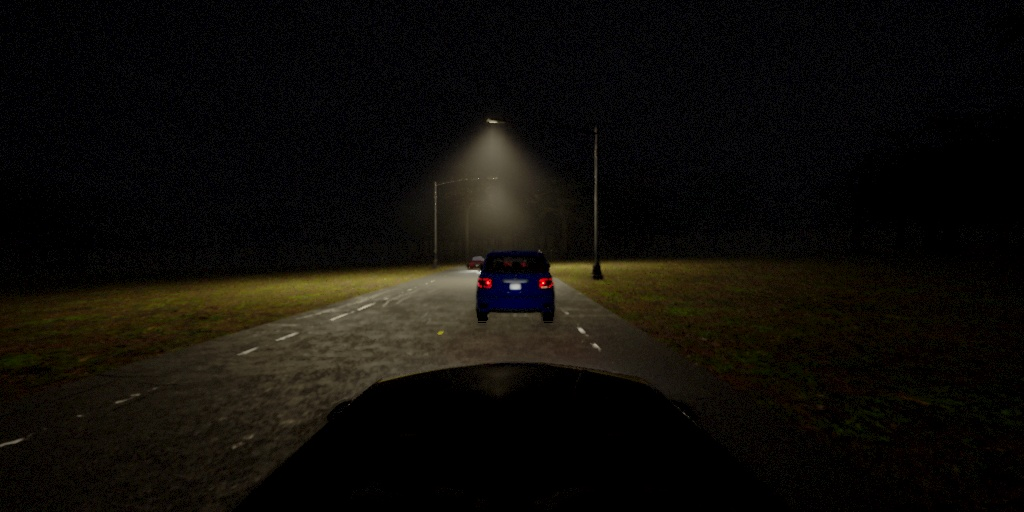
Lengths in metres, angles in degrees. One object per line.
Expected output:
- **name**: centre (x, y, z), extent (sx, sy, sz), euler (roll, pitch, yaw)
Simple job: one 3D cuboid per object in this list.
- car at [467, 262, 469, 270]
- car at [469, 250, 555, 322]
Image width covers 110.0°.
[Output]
- **car**: centre (-3.584, 0.771, 38.227), extent (1.994, 1.385, 4.181), euler (0, 1, 0)
- **car**: centre (0.093, 0.814, 11.644), extent (2.150, 2.045, 5.566), euler (0, 1, 0)
